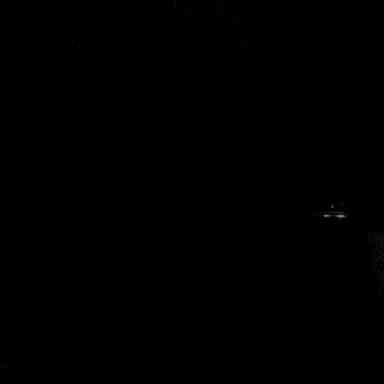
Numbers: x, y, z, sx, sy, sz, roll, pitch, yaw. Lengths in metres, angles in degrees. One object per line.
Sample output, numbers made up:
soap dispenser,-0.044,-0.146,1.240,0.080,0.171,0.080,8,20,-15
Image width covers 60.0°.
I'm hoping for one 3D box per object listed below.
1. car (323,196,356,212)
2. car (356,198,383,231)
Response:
car,13.490,1.044,29.995,4.181,1.385,1.994,-2,1,-44
car,9.977,1.045,14.960,2.097,1.767,4.553,-1,1,-12
